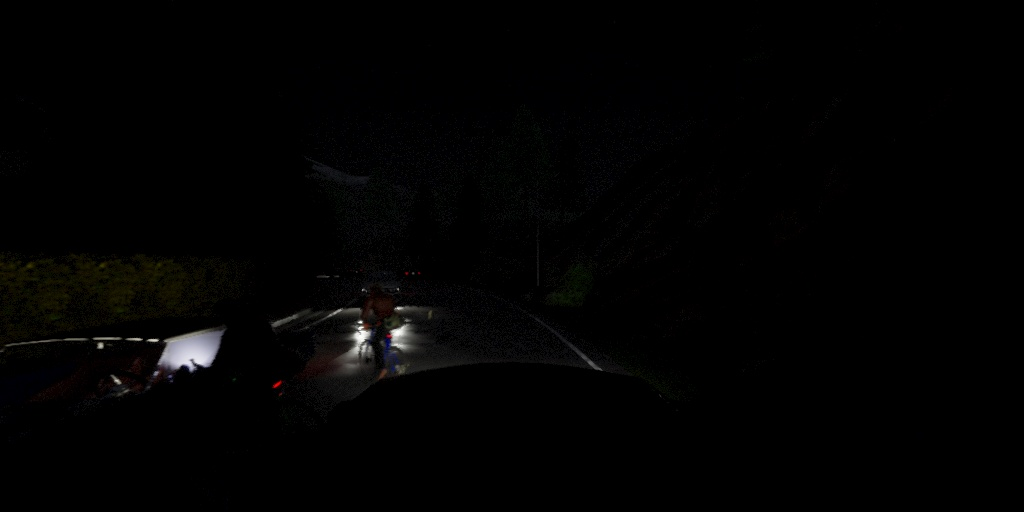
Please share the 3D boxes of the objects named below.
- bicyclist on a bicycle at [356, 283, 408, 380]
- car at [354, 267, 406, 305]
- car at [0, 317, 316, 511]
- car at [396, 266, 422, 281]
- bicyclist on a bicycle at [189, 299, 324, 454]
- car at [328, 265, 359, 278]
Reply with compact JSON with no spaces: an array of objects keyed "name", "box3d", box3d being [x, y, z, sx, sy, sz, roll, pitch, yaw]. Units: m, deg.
[{"name":"bicyclist on a bicycle","box3d":[-2.066,1.249,5.654,1.656,1.620,0.582,-4,-3,44]},{"name":"car","box3d":[-6.255,1.451,17.429,1.812,1.442,4.674,0,-1,-16]},{"name":"car","box3d":[-3.902,1.377,3.425,1.895,1.301,4.718,-1,-1,-4]},{"name":"car","box3d":[-10.541,1.659,34.594,2.033,1.411,5.357,0,-1,-38]},{"name":"bicyclist on a bicycle","box3d":[-2.544,1.219,3.525,1.656,1.620,0.582,7,15,12]},{"name":"car","box3d":[-19.340,1.767,41.518,4.181,1.385,1.994,0,-1,28]}]
